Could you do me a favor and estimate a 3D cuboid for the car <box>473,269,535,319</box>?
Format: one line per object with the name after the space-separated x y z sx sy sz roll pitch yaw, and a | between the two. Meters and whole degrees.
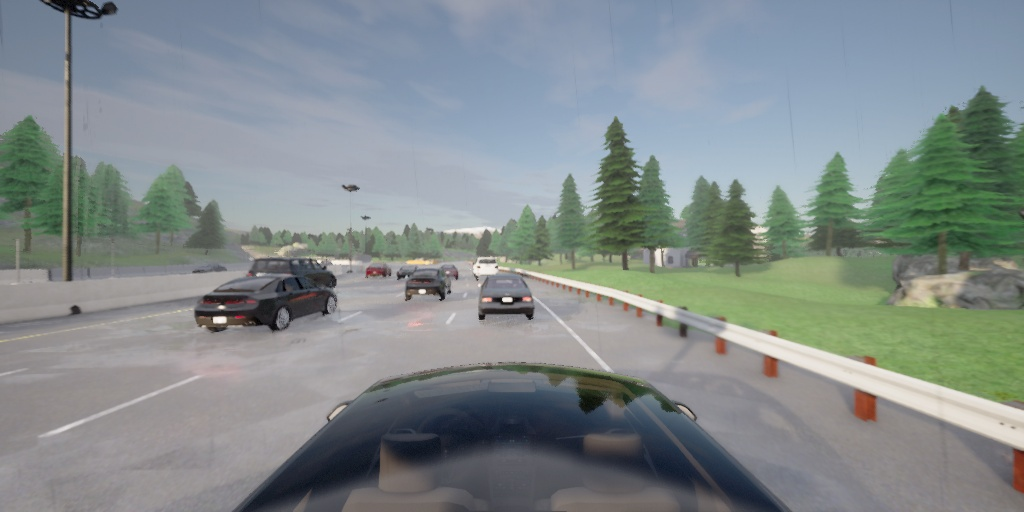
-0.281 1.361 13.141 2.033 1.411 5.357 0 0 -3 | car

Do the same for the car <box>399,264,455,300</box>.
-4.185 1.358 18.400 1.837 1.490 4.892 0 0 -4 | car

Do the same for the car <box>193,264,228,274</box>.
-36.614 1.646 43.612 1.994 1.385 4.181 0 0 -13 | car

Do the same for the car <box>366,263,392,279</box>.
-13.655 1.460 36.970 1.882 1.535 5.008 0 0 -10 | car

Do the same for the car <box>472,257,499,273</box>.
-2.534 1.158 34.216 2.150 2.045 5.566 0 0 -9 | car

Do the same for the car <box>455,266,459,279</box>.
-6.332 1.519 35.657 1.994 1.385 4.181 0 0 -9 | car

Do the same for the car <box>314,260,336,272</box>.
-28.660 1.475 55.046 2.097 1.767 4.553 0 0 -16 | car

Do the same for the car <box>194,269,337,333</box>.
-7.217 1.327 11.136 1.837 1.490 4.892 0 0 -3 | car

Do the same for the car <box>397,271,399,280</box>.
-9.541 1.554 33.745 1.895 1.301 4.718 0 0 -9 | car

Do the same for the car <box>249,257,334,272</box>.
-11.209 1.095 18.626 2.150 2.045 5.566 0 0 -5 | car

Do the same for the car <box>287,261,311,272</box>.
-31.997 1.612 53.981 1.882 1.535 5.008 0 -1 -16 | car
